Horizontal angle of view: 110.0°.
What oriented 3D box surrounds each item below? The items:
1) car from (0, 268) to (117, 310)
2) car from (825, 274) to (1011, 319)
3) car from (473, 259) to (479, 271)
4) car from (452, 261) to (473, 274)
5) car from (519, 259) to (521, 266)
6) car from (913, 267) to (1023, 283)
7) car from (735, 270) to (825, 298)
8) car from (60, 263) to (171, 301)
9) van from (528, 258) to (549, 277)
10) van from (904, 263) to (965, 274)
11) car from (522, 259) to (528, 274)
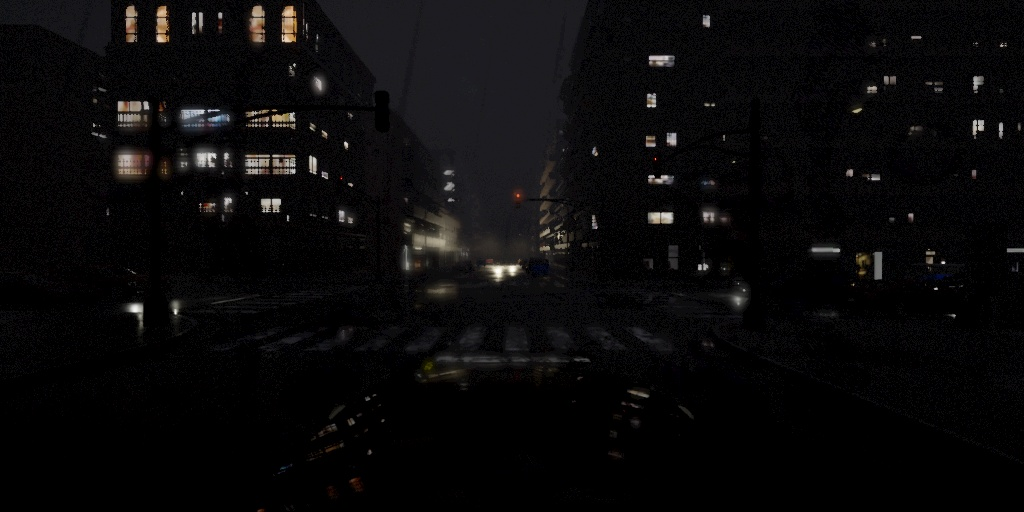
[{"bbox_3d":[-17.756,1.215,13.212,4.207,1.307,1.802,0,0,0],"label":"car"},{"bbox_3d":[14.696,1.498,13.194,4.507,1.381,1.888,0,0,0],"label":"car"},{"bbox_3d":[-5.895,1.352,47.012,1.948,1.339,4.313,0,0,0],"label":"car"},{"bbox_3d":[-5.888,1.358,41.490,1.802,1.307,4.207,0,0,0],"label":"car"},{"bbox_3d":[2.615,1.252,58.012,1.967,1.591,4.097,0,0,0],"label":"car"},{"bbox_3d":[24.865,1.516,18.981,4.892,1.490,1.837,1,0,0],"label":"car"},{"bbox_3d":[14.955,1.453,18.987,5.357,1.411,2.033,1,0,0],"label":"car"},{"bbox_3d":[-18.007,1.086,15.794,5.008,1.535,1.882,1,0,0],"label":"car"},{"bbox_3d":[2.774,1.109,35.954,1.690,1.789,3.998,0,0,0],"label":"van"},{"bbox_3d":[26.071,1.342,21.558,3.998,1.789,1.690,0,0,0],"label":"van"},{"bbox_3d":[2.679,1.091,41.451,2.192,1.841,5.009,0,0,0],"label":"car"}]
